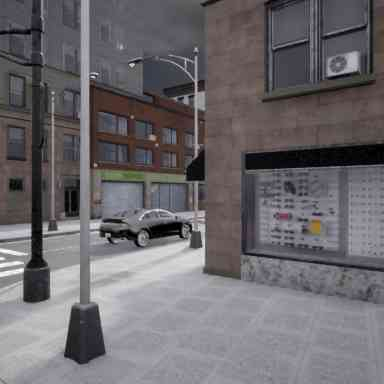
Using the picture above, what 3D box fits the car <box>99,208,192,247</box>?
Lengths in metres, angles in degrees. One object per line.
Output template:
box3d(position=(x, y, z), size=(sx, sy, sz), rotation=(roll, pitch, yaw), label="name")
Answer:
box3d(position=(-1.869, 1.459, 14.943), size=(2.128, 1.511, 4.902), rotation=(0, 0, 35), label="car")
